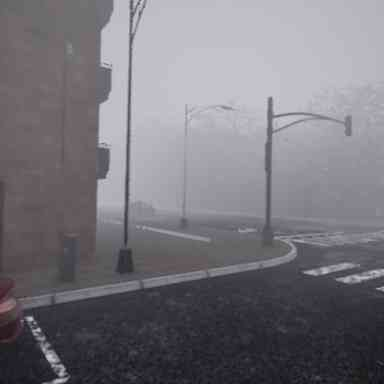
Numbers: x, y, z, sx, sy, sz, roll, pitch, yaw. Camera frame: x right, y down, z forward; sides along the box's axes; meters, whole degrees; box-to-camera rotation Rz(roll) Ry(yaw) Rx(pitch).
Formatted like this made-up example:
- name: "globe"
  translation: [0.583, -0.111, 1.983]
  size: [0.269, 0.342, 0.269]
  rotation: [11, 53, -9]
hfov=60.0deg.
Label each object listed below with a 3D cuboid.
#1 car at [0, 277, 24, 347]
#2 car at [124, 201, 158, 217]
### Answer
- name: "car"
  translation: [-4.220, 1.563, 3.697]
  size: [4.206, 1.307, 1.802]
  rotation: [1, 0, -36]
- name: "car"
  translation: [-5.303, 1.683, 34.049]
  size: [1.882, 1.535, 5.008]
  rotation: [2, -1, -34]
